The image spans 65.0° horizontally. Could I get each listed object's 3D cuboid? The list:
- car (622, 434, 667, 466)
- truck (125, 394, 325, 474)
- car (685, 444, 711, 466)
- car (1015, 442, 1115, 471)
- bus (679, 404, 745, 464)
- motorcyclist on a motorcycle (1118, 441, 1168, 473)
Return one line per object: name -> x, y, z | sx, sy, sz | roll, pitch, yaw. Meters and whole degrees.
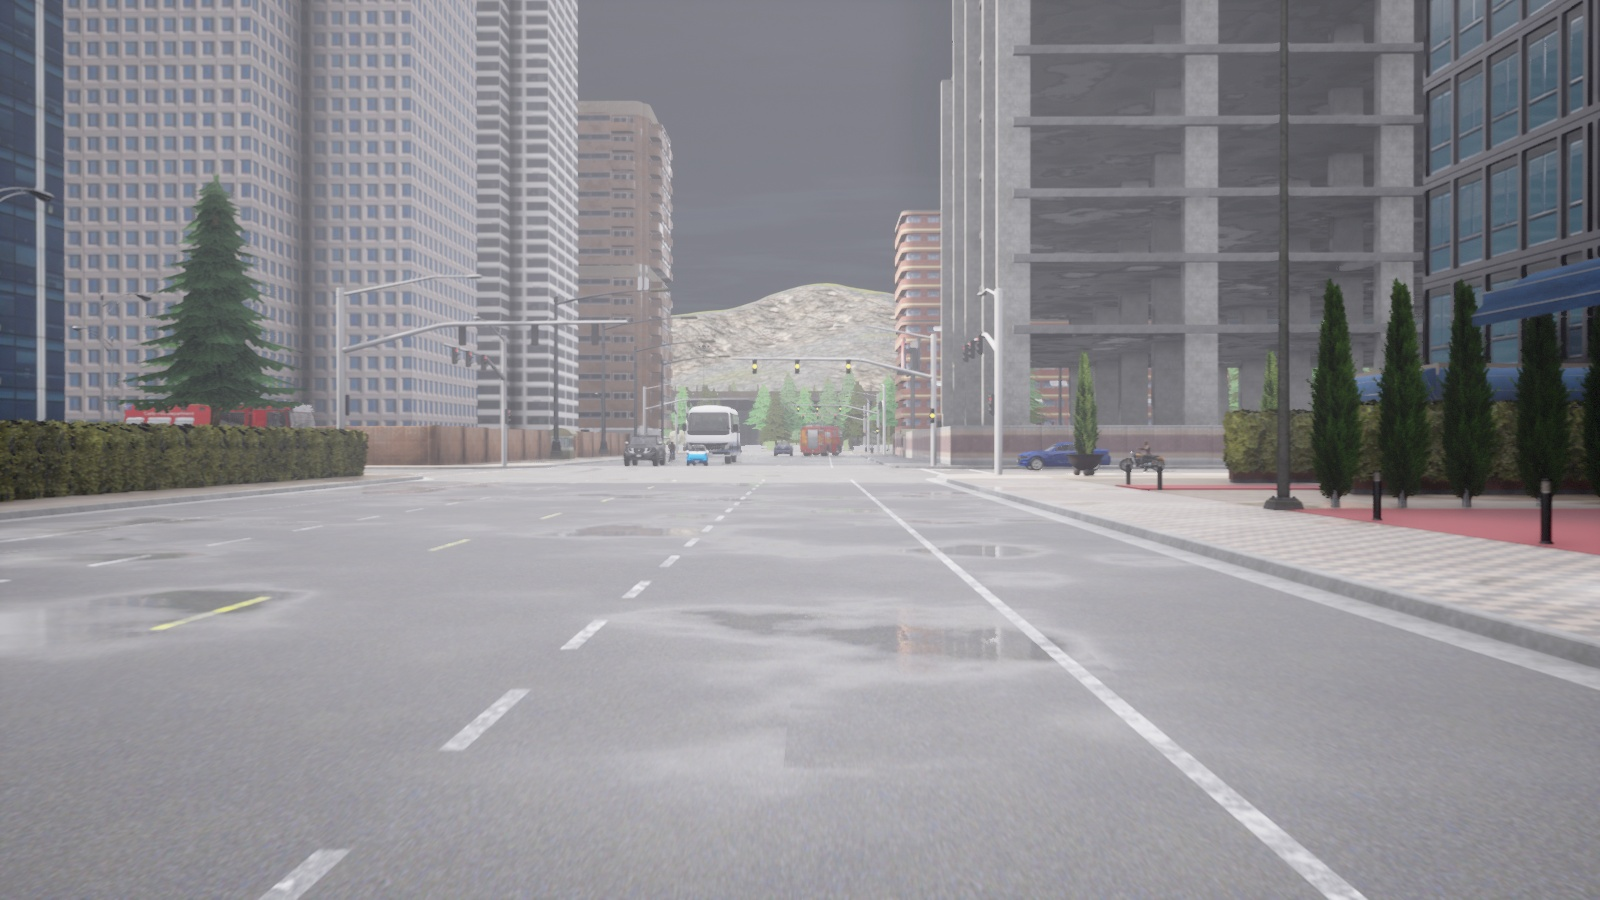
car -> -10.177, -0.008, 82.515 | 2.150, 2.045, 5.566 | 0, 0, 1
truck -> -28.032, -0.787, 61.500 | 8.468, 3.827, 2.891 | 0, 0, 1
car -> -6.680, 0.332, 82.343 | 1.481, 1.376, 2.207 | 0, 0, 1
car -> 14.292, 0.353, 67.988 | 5.008, 1.535, 1.882 | 0, 0, 1
bus -> -6.442, -1.163, 93.655 | 3.944, 4.253, 10.273 | 0, 0, 1
motorcyclist on a motorcycle -> 17.584, 0.348, 64.448 | 2.350, 1.649, 0.766 | 0, 0, 1
